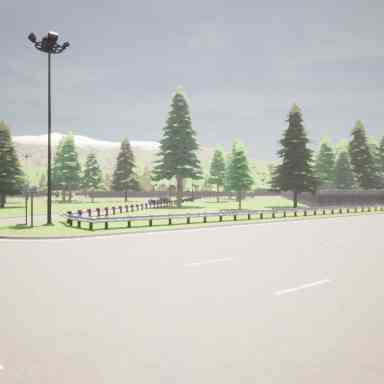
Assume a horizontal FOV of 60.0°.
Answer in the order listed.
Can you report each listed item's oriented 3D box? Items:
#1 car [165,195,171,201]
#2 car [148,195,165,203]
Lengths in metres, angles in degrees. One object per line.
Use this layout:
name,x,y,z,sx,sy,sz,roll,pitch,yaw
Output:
car,-5.645,1.351,69.772,2.097,1.767,4.553,0,0,5
car,-6.591,1.601,59.952,1.895,1.301,4.718,0,0,5
